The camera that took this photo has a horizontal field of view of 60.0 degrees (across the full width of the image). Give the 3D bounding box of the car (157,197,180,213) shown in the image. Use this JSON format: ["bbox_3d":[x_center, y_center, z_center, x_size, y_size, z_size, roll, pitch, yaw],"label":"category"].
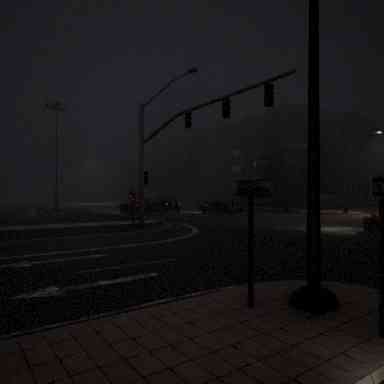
[{"bbox_3d":[-3.223,1.353,36.688,2.097,1.767,4.553,0,0,-36],"label":"car"}]

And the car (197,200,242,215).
[{"bbox_3d":[2.774,1.550,34.377,2.033,1.411,5.357,0,0,-36],"label":"car"}]

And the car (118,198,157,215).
[{"bbox_3d":[-5.974,1.353,34.520,2.097,1.767,4.553,0,0,-36],"label":"car"}]

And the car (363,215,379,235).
[{"bbox_3d":[11.278,1.479,16.673,1.882,1.535,5.008,0,0,-36],"label":"car"}]
